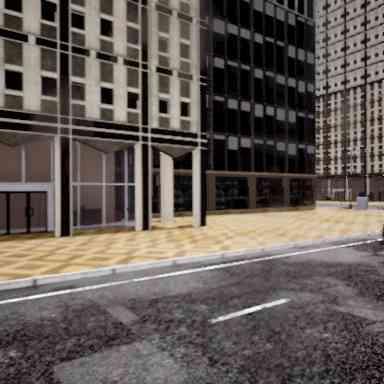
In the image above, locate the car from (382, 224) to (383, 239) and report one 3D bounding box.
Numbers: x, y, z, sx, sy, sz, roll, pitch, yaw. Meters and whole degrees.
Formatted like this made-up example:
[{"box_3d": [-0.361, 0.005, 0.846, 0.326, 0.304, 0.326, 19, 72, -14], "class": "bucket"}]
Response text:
[{"box_3d": [10.761, 1.396, 15.346, 4.553, 1.767, 2.097, 0, 0, -35], "class": "car"}]
